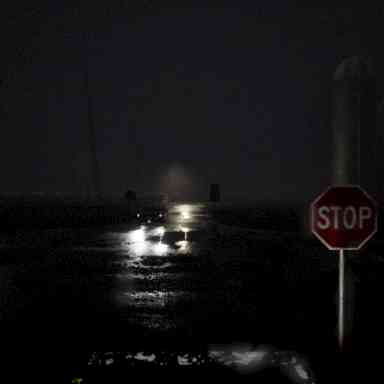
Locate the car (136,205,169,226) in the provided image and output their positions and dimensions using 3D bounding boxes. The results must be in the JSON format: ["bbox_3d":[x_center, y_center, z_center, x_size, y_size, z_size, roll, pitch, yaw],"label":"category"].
[{"bbox_3d":[-2.738,1.592,23.571,1.895,1.301,4.718,0,0,0],"label":"car"}]
